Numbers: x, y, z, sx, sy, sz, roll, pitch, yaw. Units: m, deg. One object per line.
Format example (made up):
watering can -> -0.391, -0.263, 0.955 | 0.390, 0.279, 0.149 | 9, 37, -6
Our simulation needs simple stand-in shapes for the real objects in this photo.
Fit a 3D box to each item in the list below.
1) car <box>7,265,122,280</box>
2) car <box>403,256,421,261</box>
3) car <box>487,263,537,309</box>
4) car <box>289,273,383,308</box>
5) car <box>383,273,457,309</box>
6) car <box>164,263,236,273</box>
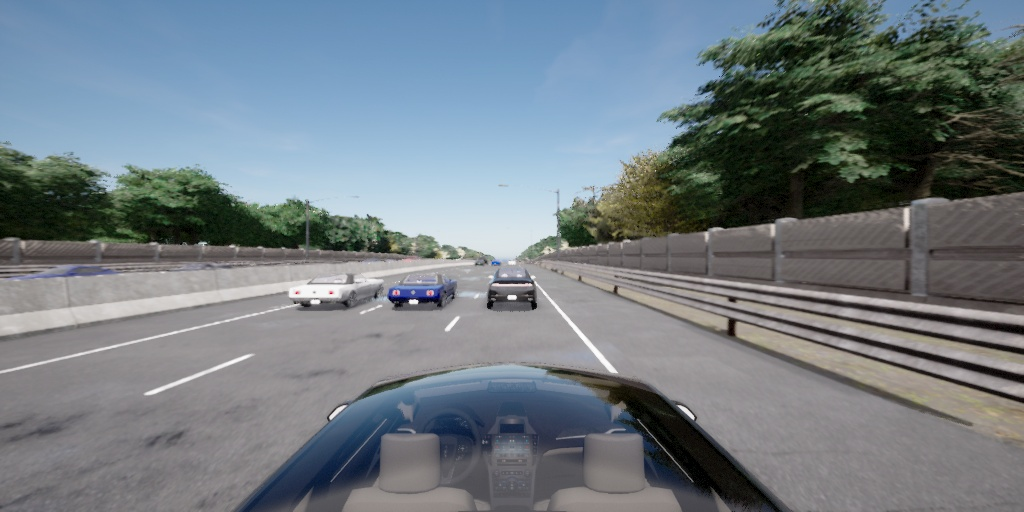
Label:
car -> -24.574, 1.258, 19.923 | 1.812, 1.442, 4.674 | 0, 0, 0
car -> -17.503, 1.031, 62.842 | 2.150, 2.045, 5.566 | 0, 0, 0
car -> 0.001, 1.240, 14.976 | 2.128, 1.511, 4.902 | 0, 0, 0
car -> -7.000, 1.345, 14.993 | 1.895, 1.301, 4.718 | 0, 0, 0
car -> -3.499, 1.347, 14.992 | 1.895, 1.301, 4.718 | 0, 0, 0
car -> -21.059, 1.226, 24.357 | 2.128, 1.511, 4.902 | 0, 0, 0
